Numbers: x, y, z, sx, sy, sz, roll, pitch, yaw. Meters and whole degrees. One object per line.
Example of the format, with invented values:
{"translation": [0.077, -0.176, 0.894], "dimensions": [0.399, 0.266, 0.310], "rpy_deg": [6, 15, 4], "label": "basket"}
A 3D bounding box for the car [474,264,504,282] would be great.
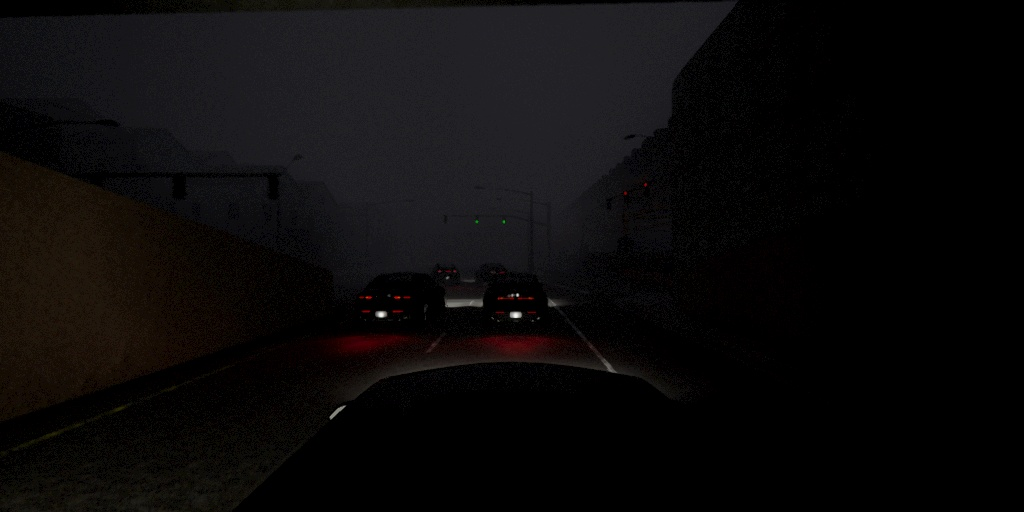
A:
{"translation": [-1.610, 1.300, 26.835], "dimensions": [1.837, 1.490, 4.892], "rpy_deg": [0, 0, -16], "label": "car"}

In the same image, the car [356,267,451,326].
{"translation": [-3.412, 1.273, 11.750], "dimensions": [1.837, 1.490, 4.892], "rpy_deg": [0, 0, 0], "label": "car"}

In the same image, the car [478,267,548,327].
{"translation": [0.089, 1.273, 11.639], "dimensions": [1.837, 1.490, 4.892], "rpy_deg": [0, 0, 0], "label": "car"}

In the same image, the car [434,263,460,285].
{"translation": [-5.082, 1.287, 26.803], "dimensions": [2.128, 1.511, 4.902], "rpy_deg": [0, 0, -16], "label": "car"}
